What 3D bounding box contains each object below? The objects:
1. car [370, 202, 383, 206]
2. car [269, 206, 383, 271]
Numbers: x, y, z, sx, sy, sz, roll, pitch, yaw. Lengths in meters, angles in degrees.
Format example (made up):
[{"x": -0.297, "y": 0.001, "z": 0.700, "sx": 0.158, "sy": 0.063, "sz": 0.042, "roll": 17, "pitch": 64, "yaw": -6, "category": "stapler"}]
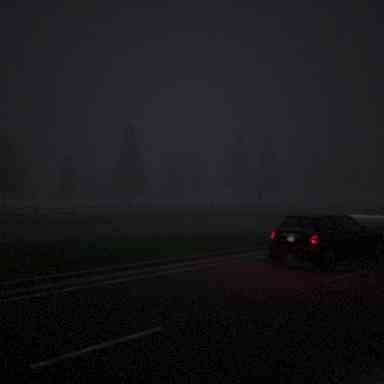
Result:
[{"x": 22.847, "y": 1.981, "z": 40.150, "sx": 5.008, "sy": 1.535, "sz": 1.882, "roll": 0, "pitch": -1, "yaw": -27, "category": "car"}, {"x": 4.859, "y": 1.513, "z": 11.737, "sx": 4.553, "sy": 1.767, "sz": 2.097, "roll": 0, "pitch": -1, "yaw": -35, "category": "car"}]
